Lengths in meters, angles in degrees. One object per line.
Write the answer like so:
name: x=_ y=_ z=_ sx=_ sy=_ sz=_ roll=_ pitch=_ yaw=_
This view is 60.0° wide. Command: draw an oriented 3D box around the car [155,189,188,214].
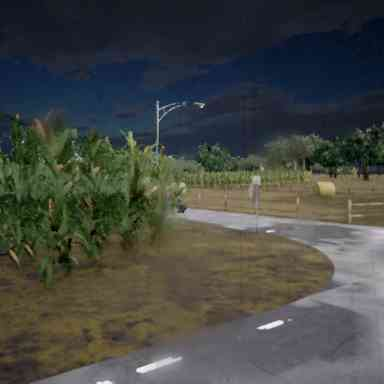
car: x=-2.612 y=0.694 z=27.597 sx=2.150 sy=2.045 sz=5.566 roll=-1 pitch=2 yaw=-35
